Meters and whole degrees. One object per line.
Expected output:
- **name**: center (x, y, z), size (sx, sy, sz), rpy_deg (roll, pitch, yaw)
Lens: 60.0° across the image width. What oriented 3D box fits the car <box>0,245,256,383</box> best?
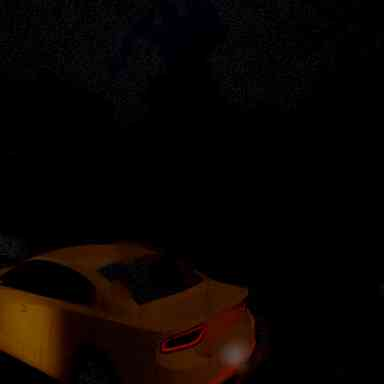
- **car**: center (-1.576, 1.519, 4.812), size (5.008, 1.535, 1.882), rpy_deg (-1, 0, 36)
